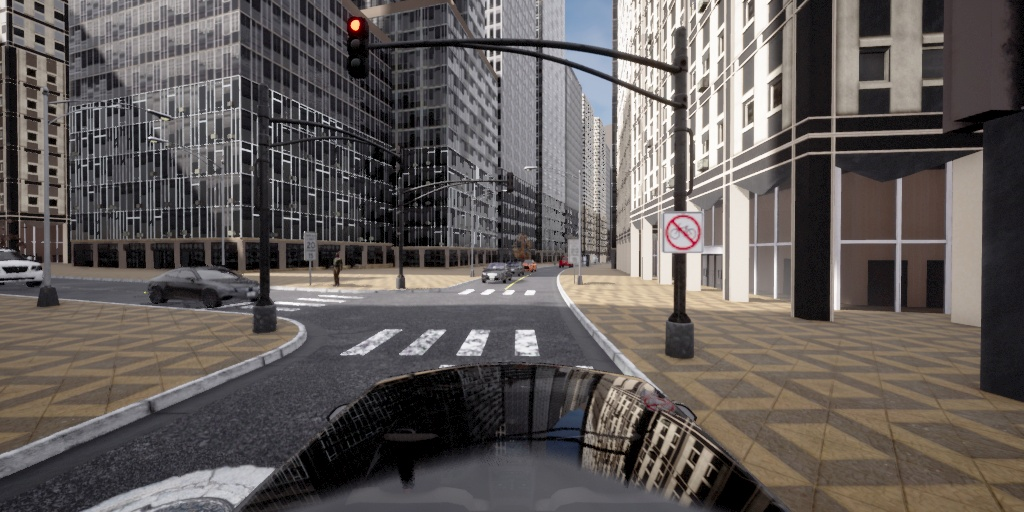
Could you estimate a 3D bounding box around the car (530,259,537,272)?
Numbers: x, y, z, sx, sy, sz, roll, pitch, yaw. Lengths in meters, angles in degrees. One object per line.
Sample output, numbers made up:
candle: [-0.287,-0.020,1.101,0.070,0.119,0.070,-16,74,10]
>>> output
car: [2.010,1.220,47.454,2.097,1.767,4.553,0,0,12]

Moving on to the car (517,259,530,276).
car: [0.230,1.311,37.675,2.128,1.511,4.902,0,0,9]

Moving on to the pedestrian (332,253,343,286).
pedestrian: [-9.523,0.716,19.461,0.375,1.860,0.375,0,0,16]

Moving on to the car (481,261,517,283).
car: [-1.116,1.276,28.193,2.128,1.511,4.902,0,0,7]

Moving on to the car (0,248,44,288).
car: [-27.086,0.621,18.502,5.566,2.045,2.150,1,1,16]

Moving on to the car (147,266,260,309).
car: [-11.997,1.140,14.081,4.674,1.442,1.812,1,1,16]
